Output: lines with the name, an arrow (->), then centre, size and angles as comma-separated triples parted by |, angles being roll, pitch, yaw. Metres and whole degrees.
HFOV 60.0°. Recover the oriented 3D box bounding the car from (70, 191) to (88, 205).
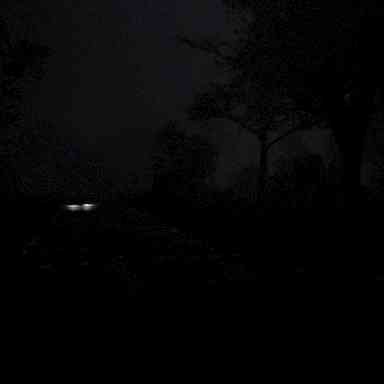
car -> -13.688, 0.648, 40.462 | 1.882, 1.535, 5.008 | -2, 2, -18
